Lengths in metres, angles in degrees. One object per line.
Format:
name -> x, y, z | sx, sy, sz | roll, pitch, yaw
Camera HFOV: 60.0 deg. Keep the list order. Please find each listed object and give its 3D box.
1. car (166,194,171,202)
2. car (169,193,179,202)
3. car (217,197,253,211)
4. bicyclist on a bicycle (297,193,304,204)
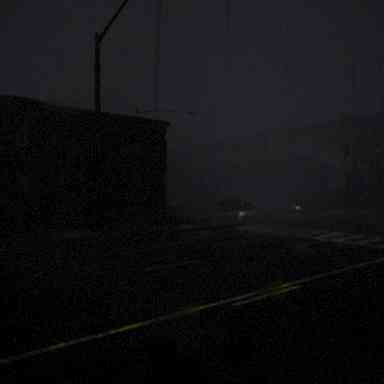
car -> -6.804, 1.350, 65.344 | 1.895, 1.301, 4.718 | -1, 0, -39
car -> -4.593, 1.075, 68.238 | 2.097, 1.767, 4.553 | -1, 0, -39
car -> 4.713, 1.329, 37.471 | 1.812, 1.442, 4.674 | -1, 0, -36
bicyclist on a bicycle -> 16.176, 0.978, 49.729 | 1.656, 1.620, 0.582 | -1, 1, -36
